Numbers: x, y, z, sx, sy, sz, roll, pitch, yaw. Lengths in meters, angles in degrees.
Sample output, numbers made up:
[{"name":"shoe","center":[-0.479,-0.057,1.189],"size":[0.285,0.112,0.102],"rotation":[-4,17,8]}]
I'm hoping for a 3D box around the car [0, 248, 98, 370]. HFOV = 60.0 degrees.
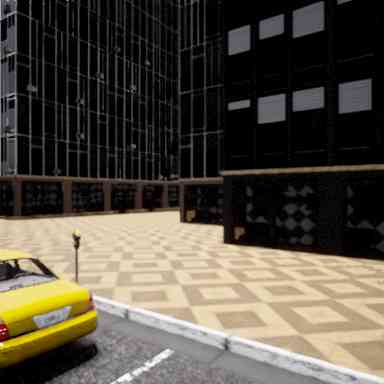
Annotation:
[{"name":"car","center":[-3.593,1.489,5.408],"size":[4.829,1.417,1.752],"rotation":[0,0,35]}]
